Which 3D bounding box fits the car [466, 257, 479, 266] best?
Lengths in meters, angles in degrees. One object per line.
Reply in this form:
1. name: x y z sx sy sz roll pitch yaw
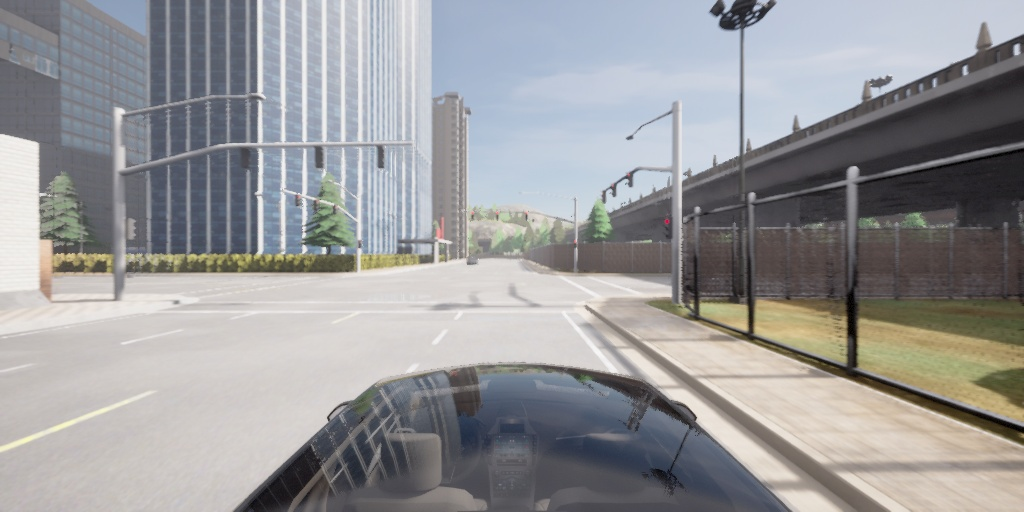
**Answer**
1. car: -6.957 0.986 62.947 1.837 1.490 4.892 0 2 0
